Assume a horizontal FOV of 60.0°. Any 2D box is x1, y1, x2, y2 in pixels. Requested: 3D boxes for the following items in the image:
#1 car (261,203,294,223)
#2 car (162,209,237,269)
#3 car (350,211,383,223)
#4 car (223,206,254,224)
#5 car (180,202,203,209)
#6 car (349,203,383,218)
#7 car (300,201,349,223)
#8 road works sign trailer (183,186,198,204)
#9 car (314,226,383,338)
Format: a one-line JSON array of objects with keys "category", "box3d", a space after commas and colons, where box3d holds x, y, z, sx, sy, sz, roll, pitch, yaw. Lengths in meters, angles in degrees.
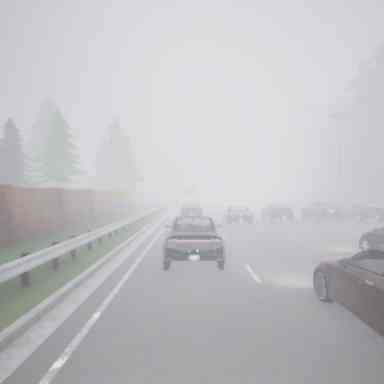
[{"category": "car", "box3d": [6.964, 1.659, 27.477, 1.837, 1.490, 4.892, 0, 0, 0]}, {"category": "car", "box3d": [0.050, 1.556, 11.346, 2.128, 1.511, 4.902, 0, 0, 0]}, {"category": "car", "box3d": [7.055, 1.563, 10.251, 1.837, 1.490, 4.892, 0, 0, 0]}, {"category": "car", "box3d": [3.473, 1.747, 25.899, 1.895, 1.301, 4.718, 0, 0, 0]}, {"category": "car", "box3d": [-0.044, 1.641, 29.012, 1.882, 1.535, 5.008, 0, 0, 0]}, {"category": "car", "box3d": [13.965, 1.659, 27.511, 1.837, 1.490, 4.892, 0, 0, 0]}, {"category": "car", "box3d": [10.466, 1.504, 27.165, 2.097, 1.767, 4.553, 0, 0, 0]}, {"category": "road works sign trailer", "box3d": [-0.297, 0.785, 56.989, 2.380, 3.560, 2.880, 0, 0, 0]}, {"category": "car", "box3d": [3.564, 1.556, 5.342, 1.812, 1.442, 4.674, 0, 0, 0]}]
